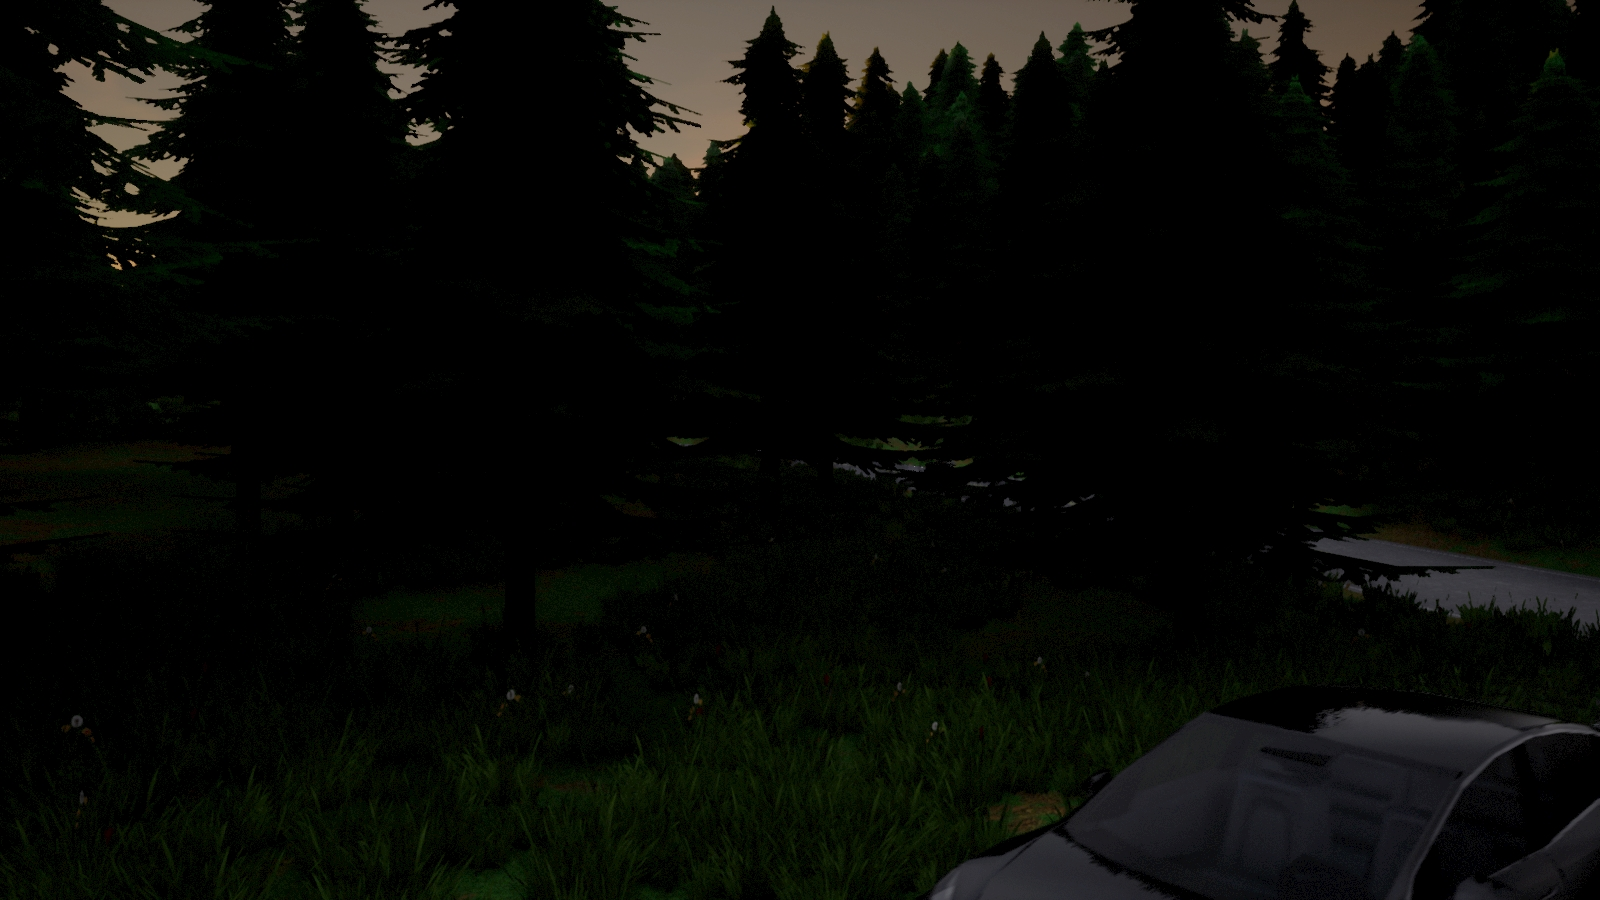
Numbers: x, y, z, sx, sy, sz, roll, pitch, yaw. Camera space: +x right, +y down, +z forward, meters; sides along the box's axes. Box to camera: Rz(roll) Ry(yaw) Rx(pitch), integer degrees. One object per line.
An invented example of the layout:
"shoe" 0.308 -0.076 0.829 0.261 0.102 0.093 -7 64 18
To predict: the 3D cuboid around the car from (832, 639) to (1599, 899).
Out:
"car" 2.730 2.060 5.673 4.792 1.488 2.163 0 0 -35
